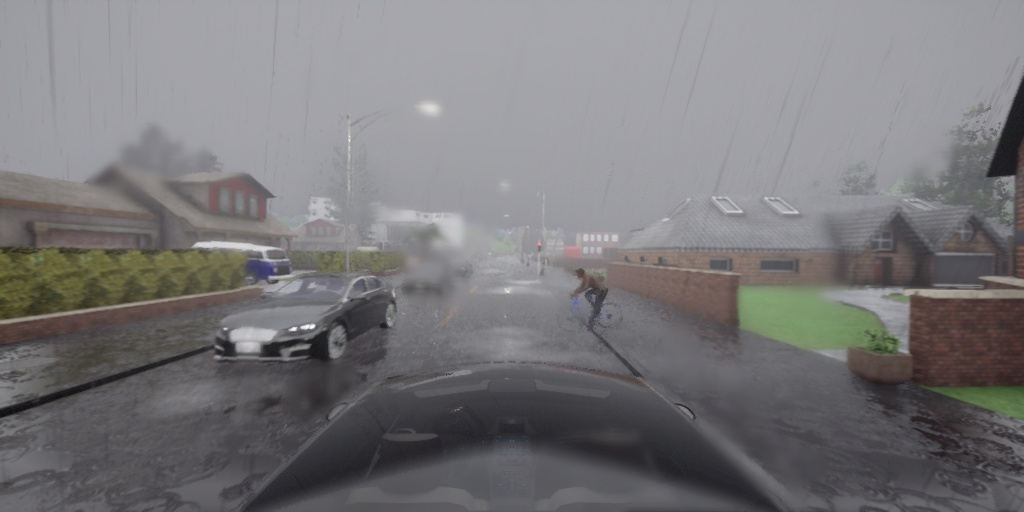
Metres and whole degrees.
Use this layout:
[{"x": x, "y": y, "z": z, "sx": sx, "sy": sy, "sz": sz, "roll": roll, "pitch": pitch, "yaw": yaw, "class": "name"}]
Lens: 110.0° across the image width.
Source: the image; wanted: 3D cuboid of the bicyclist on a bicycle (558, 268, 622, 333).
[{"x": 1.942, "y": 1.106, "z": 9.093, "sx": 1.656, "sy": 1.620, "sz": 0.582, "roll": -5, "pitch": 0, "yaw": 0, "class": "bicyclist on a bicycle"}]

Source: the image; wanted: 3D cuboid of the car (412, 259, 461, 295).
[{"x": -4.053, "y": 1.086, "z": 18.304, "sx": 1.837, "sy": 1.490, "sz": 4.892, "roll": 1, "pitch": 0, "yaw": 0, "class": "car"}]

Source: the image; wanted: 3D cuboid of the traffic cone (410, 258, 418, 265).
[{"x": -15.789, "y": 0.966, "z": 57.605, "sx": 0.344, "sy": 0.586, "sz": 0.344, "roll": 0, "pitch": 0, "yaw": 0, "class": "traffic cone"}]

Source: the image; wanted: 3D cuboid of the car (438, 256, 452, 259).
[{"x": -8.634, "y": 0.804, "z": 46.233, "sx": 5.008, "sy": 1.535, "sz": 1.882, "roll": 1, "pitch": -1, "yaw": 12, "class": "car"}]

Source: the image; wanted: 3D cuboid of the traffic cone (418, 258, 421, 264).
[{"x": -15.429, "y": 0.963, "z": 58.176, "sx": 0.344, "sy": 0.586, "sz": 0.344, "roll": 0, "pitch": 0, "yaw": 0, "class": "traffic cone"}]

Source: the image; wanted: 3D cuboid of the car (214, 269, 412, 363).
[{"x": -4.058, "y": 1.146, "z": 8.000, "sx": 2.128, "sy": 1.511, "sz": 4.902, "roll": 1, "pitch": 0, "yaw": 0, "class": "car"}]

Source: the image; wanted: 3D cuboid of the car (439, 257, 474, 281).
[{"x": -3.988, "y": 1.021, "z": 27.085, "sx": 1.837, "sy": 1.490, "sz": 4.892, "roll": 1, "pitch": 0, "yaw": 0, "class": "car"}]

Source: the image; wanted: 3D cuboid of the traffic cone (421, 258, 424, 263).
[{"x": -14.432, "y": 0.993, "z": 59.217, "sx": 0.344, "sy": 0.586, "sz": 0.344, "roll": 0, "pitch": 0, "yaw": 0, "class": "traffic cone"}]
